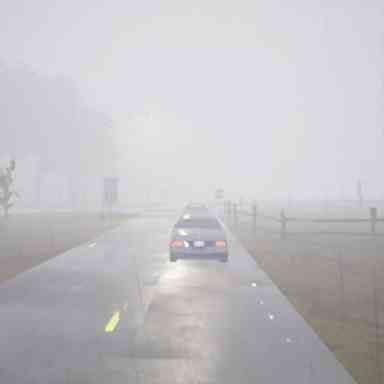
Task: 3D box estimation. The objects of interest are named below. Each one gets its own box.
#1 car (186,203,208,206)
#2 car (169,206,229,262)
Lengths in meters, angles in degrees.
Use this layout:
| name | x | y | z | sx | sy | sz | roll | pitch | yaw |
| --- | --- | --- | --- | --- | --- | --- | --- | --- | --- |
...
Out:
| name | x | y | z | sx | sy | sz | roll | pitch | yaw |
| --- | --- | --- | --- | --- | --- | --- | --- | --- | --- |
| car | 0.254 | 1.390 | 22.109 | 1.994 | 1.385 | 4.181 | 0 | 0 | 0 |
| car | 0.202 | 1.450 | 11.641 | 2.033 | 1.411 | 5.357 | 0 | 0 | 0 |
